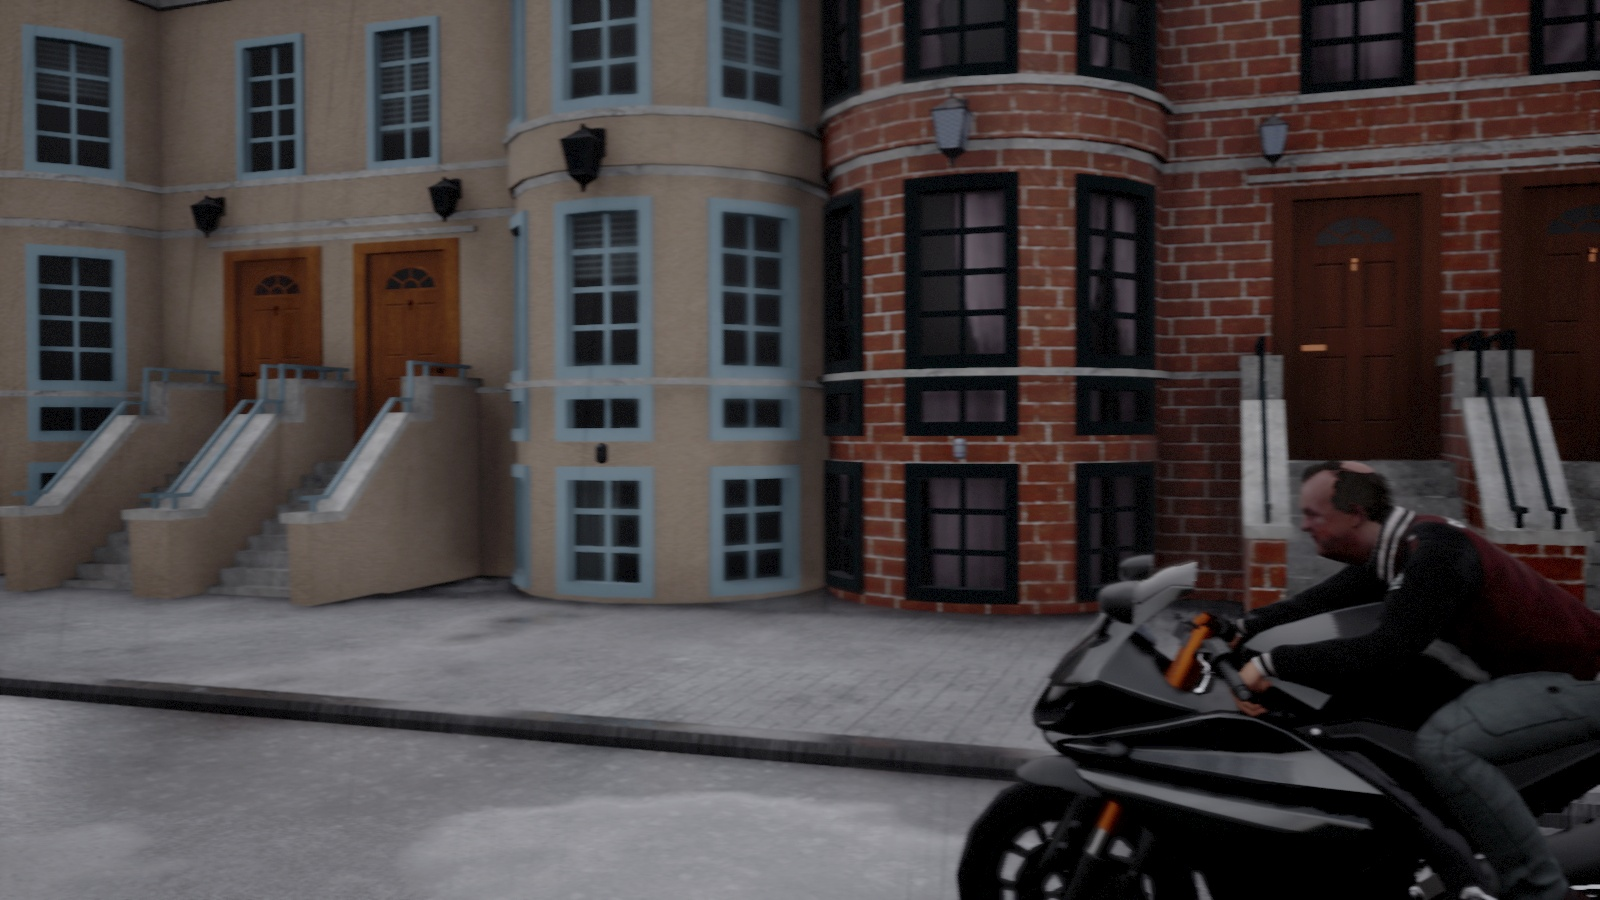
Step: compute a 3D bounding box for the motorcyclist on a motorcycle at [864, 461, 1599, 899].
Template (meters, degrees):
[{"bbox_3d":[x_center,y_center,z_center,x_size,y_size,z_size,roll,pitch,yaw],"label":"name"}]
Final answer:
[{"bbox_3d":[1.341,0.814,3.271,2.191,1.530,0.866,1,1,19],"label":"motorcyclist on a motorcycle"}]
